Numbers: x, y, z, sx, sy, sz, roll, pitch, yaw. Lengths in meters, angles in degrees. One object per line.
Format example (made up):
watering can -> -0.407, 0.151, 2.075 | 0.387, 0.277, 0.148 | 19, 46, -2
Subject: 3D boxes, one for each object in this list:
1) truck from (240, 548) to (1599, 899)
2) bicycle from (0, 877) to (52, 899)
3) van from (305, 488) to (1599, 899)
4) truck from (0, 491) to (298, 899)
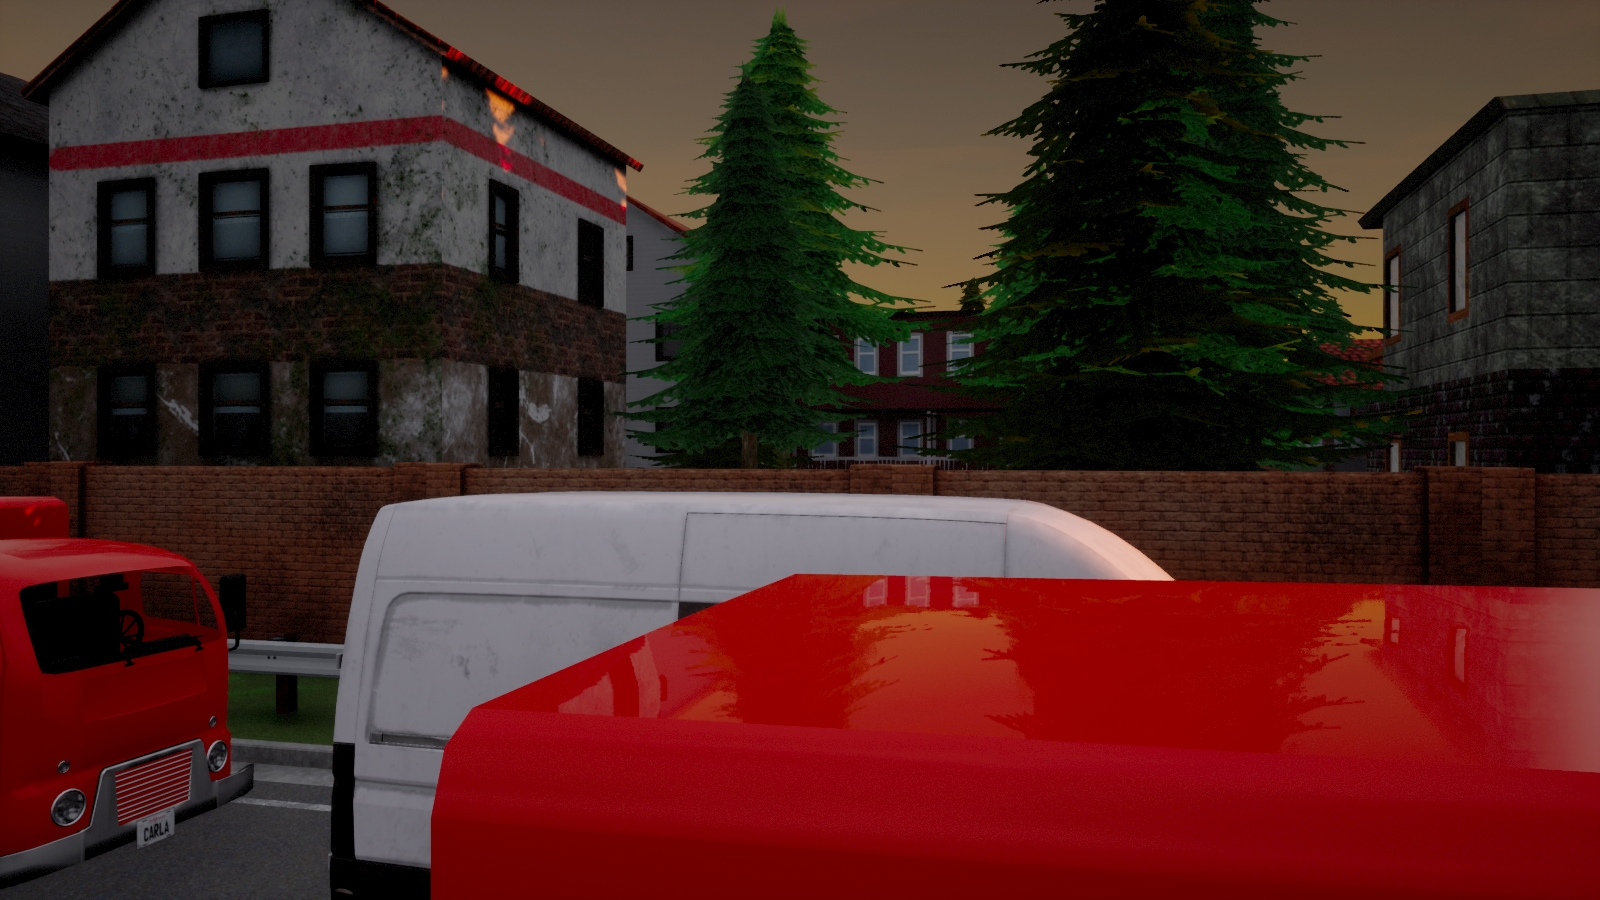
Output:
truck -> 2.192, 1.568, 1.959 | 5.204, 2.467, 2.627 | 0, 0, 15
bicycle -> -3.101, 2.056, 3.494 | 1.643, 1.496, 0.373 | 0, 0, 16
van -> 0.608, 1.535, 6.000 | 5.915, 2.561, 1.988 | 0, 0, 15
truck -> -6.587, 1.568, 7.895 | 5.204, 2.467, 2.627 | 0, 0, 15
